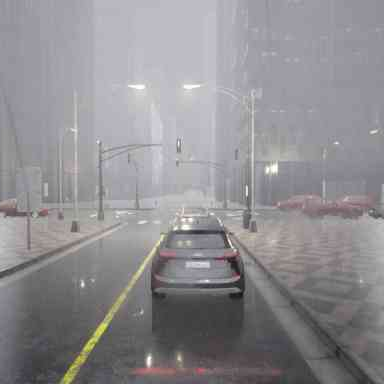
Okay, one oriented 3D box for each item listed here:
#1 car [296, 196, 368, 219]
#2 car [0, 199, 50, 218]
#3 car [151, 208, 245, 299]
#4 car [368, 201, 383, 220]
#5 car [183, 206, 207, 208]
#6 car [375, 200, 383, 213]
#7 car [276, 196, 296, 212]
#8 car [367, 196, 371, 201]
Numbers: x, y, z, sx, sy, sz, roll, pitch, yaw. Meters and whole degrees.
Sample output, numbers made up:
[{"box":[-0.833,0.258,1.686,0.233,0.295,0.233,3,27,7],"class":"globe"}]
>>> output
[{"box":[12.208,1.463,29.235,5.009,1.841,2.192,0,1,0],"class":"car"},{"box":[-14.834,1.566,29.236,4.507,1.381,1.887,0,1,0],"class":"car"},{"box":[0.133,1.428,8.475,2.033,1.649,4.856,0,0,1],"class":"car"},{"box":[17.850,1.742,29.239,4.313,1.339,1.947,0,1,0],"class":"car"},{"box":[0.147,1.507,17.562,1.837,1.490,4.892,0,0,0],"class":"car"},{"box":[23.502,1.634,37.762,4.313,1.339,1.947,0,1,0],"class":"car"},{"box":[12.218,1.325,37.759,5.009,1.841,2.192,0,1,0],"class":"car"},{"box":[17.861,1.354,37.759,5.009,1.841,2.192,0,1,0],"class":"car"}]
